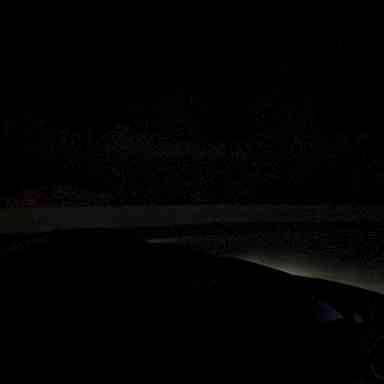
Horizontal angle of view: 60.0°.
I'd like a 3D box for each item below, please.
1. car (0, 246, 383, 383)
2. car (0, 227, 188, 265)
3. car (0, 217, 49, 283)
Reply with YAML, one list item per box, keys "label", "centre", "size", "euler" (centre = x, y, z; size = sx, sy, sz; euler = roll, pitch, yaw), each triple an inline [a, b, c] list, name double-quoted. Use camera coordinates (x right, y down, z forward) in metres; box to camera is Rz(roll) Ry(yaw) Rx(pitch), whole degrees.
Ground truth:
- label: "car"
  centre: [0.395, 1.527, 3.787]
  size: [5.357, 1.411, 2.033]
  euler: [0, 0, -30]
- label: "car"
  centre: [-1.726, 1.429, 6.396]
  size: [5.008, 1.535, 1.882]
  euler: [0, 0, -33]
- label: "car"
  centre: [-6.453, 1.461, 7.876]
  size: [5.357, 1.411, 2.033]
  euler: [0, 0, -34]
